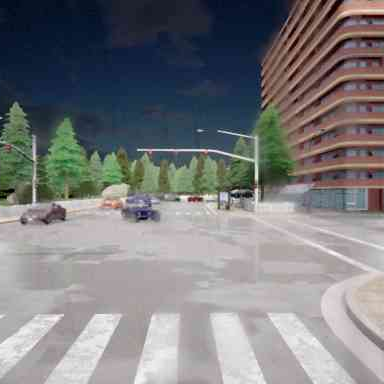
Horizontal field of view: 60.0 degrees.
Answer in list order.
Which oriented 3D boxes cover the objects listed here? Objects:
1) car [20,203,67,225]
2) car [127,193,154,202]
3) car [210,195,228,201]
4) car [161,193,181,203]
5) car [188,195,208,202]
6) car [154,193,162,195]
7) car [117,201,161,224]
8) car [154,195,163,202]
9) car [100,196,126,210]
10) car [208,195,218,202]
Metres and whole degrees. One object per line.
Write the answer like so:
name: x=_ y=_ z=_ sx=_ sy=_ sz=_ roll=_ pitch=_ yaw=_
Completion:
car: x=-10.567 y=1.530 z=24.063 sx=1.812 sy=1.442 sz=4.674 roll=0 pitch=0 yaw=0
car: x=-7.008 y=1.221 z=46.075 sx=2.150 sy=2.045 sz=5.566 roll=0 pitch=0 yaw=0
car: x=6.723 y=1.524 z=81.955 sx=1.812 sy=1.442 sz=4.674 roll=0 pitch=0 yaw=44
car: x=-4.114 y=1.355 z=70.931 sx=2.097 sy=1.767 sz=4.553 roll=0 pitch=0 yaw=19
car: x=0.896 y=1.478 z=73.572 sx=1.882 sy=1.535 sz=5.008 roll=0 pitch=0 yaw=30
car: x=-7.670 y=1.225 z=71.429 sx=2.150 sy=2.045 sz=5.566 roll=0 pitch=0 yaw=19
car: x=-4.006 y=1.619 z=25.488 sx=1.895 sy=1.301 sz=4.718 roll=0 pitch=0 yaw=-27
car: x=-6.775 y=1.601 z=57.357 sx=1.895 sy=1.301 sz=4.718 roll=0 pitch=0 yaw=4
car: x=-10.506 y=1.353 z=43.389 sx=2.097 sy=1.767 sz=4.553 roll=0 pitch=0 yaw=1
car: x=4.839 y=1.595 z=73.509 sx=1.895 sy=1.301 sz=4.718 roll=0 pitch=0 yaw=30
